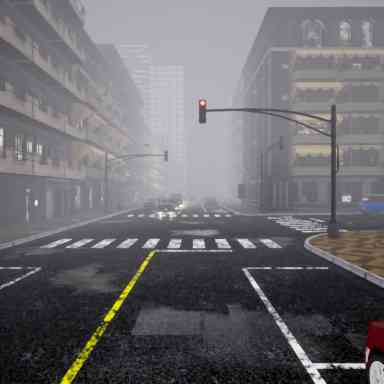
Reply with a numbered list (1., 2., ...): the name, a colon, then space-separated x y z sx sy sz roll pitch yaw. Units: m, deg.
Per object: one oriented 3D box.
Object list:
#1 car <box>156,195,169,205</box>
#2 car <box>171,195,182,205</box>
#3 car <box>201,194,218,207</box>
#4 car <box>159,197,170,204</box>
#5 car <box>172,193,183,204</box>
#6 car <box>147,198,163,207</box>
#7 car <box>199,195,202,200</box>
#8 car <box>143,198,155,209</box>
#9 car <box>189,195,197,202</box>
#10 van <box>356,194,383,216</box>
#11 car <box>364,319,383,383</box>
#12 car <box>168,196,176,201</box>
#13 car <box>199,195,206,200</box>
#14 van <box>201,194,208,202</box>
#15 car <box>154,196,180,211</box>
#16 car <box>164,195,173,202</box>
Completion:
1. car: -5.510 1.462 61.883 1.967 1.590 4.097 -1 0 0
2. car: -2.942 1.578 50.367 1.994 1.385 4.181 0 0 0
3. car: 2.836 1.454 50.796 1.967 1.590 4.097 -1 0 0
4. car: -5.491 1.609 67.411 1.802 1.307 4.206 -1 0 0
5. car: -2.882 1.243 60.938 2.150 2.045 5.566 0 0 1
6. car: -5.543 1.580 50.827 1.947 1.339 4.313 0 0 0
7. car: 2.890 1.578 67.379 2.008 1.369 4.403 -1 0 0
8. car: -5.559 1.561 45.300 2.008 1.369 4.403 0 0 0
9. car: 0.245 1.517 79.730 1.882 1.535 5.008 0 0 0
10. van: 15.723 1.035 27.328 3.998 1.788 1.690 -1 1 -1
11. car: 2.685 1.544 1.797 1.887 1.381 4.507 0 0 0
12. car: -5.422 1.633 89.523 1.802 1.307 4.206 -1 0 0
13. car: 2.975 1.602 95.019 1.887 1.381 4.507 -1 0 0
14. van: 2.922 1.379 78.435 1.690 1.788 3.998 -1 0 0
15. car: -2.975 1.554 40.483 2.033 1.411 5.357 0 0 0
16. car: -5.457 1.563 78.297 1.752 1.417 4.829 -1 0 0
